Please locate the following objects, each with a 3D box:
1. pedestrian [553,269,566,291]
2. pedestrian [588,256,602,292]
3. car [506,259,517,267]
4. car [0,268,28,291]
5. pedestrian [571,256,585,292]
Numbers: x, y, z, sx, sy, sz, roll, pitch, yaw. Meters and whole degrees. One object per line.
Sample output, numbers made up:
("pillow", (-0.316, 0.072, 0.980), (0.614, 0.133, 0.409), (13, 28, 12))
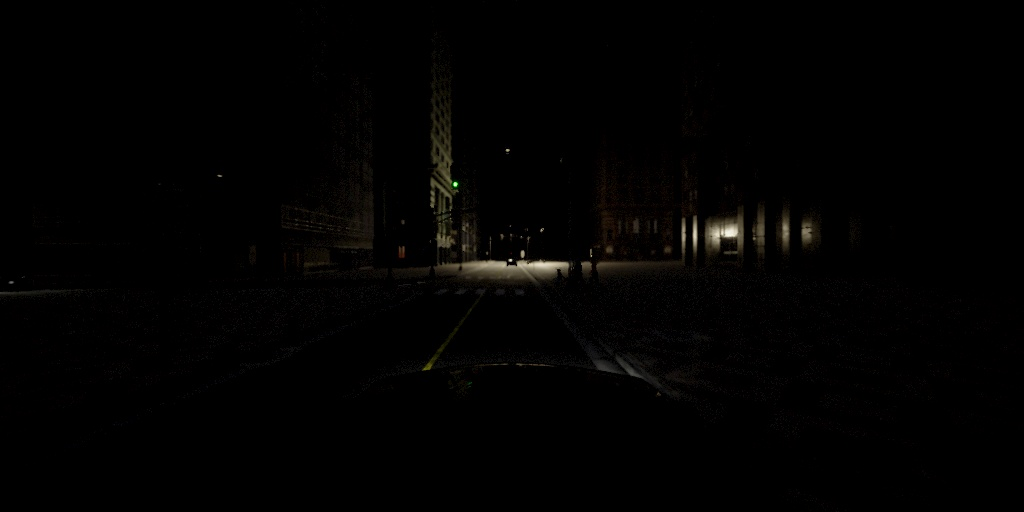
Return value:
("pedestrian", (2.433, 0.847, 18.538), (0.375, 1.860, 0.375), (0, 0, 0))
("pedestrian", (4.138, 0.849, 17.905), (0.375, 1.860, 0.375), (0, 0, 0))
("car", (-0.043, 1.162, 63.761), (1.994, 1.385, 4.181), (0, 0, 0))
("car", (-36.183, 1.438, 23.925), (5.566, 2.045, 2.150), (-1, 0, 0))
("pedestrian", (3.195, 0.848, 17.306), (0.375, 1.860, 0.375), (0, 0, 0))
